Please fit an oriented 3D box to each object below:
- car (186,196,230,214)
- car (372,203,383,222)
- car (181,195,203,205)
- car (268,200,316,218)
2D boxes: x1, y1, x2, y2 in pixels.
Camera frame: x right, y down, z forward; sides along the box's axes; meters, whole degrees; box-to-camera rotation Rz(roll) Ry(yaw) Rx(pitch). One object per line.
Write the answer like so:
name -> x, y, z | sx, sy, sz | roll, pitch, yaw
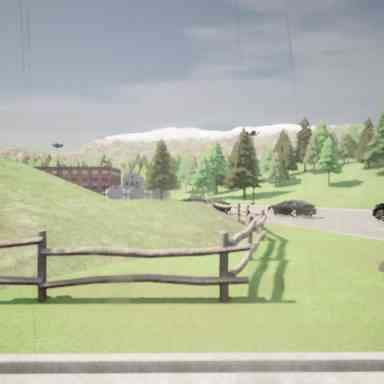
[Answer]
car -> 1.855, 1.472, 34.286 | 1.837, 1.490, 4.892 | 1, 0, -37
car -> 15.478, 1.182, 23.238 | 2.150, 2.045, 5.566 | 0, 0, -18
car -> 0.359, 1.303, 54.501 | 4.553, 1.767, 2.097 | 0, 0, 34
car -> 8.840, 1.468, 29.807 | 1.837, 1.490, 4.892 | 0, 0, -26
